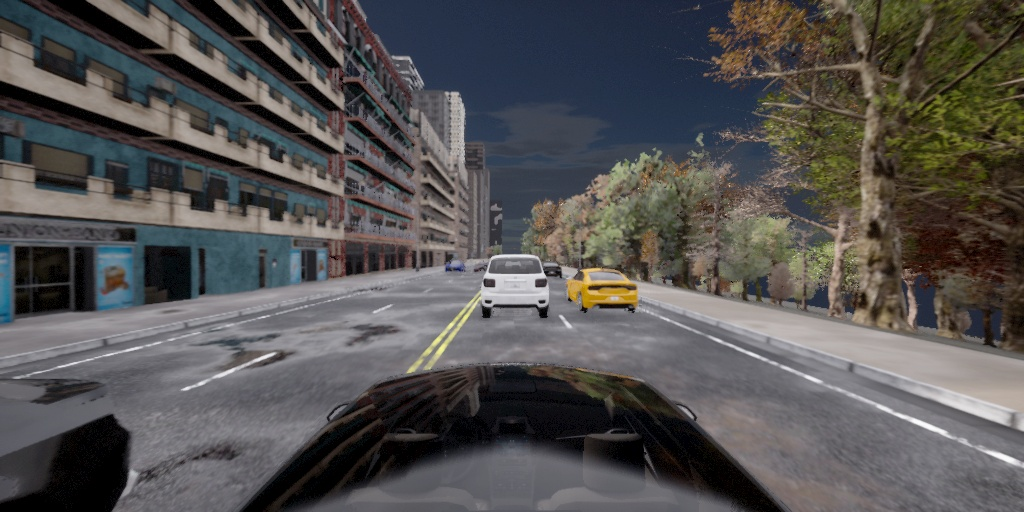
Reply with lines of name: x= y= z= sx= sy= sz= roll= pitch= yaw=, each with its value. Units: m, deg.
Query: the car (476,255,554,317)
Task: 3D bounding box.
car: x=0.096 y=0.971 z=13.288 sx=2.150 sy=2.045 sz=5.566 roll=0 pitch=0 yaw=0

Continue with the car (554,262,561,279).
car: x=3.341 y=1.229 z=32.514 sx=1.882 sy=1.535 sz=5.008 roll=0 pitch=0 yaw=0

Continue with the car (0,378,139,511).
car: x=-3.352 y=1.242 z=0.206 sx=2.128 sy=1.511 sz=4.902 roll=0 pitch=0 yaw=0

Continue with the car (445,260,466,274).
car: x=-6.601 y=1.232 z=42.065 sx=1.882 sy=1.535 sz=5.008 roll=0 pitch=0 yaw=0

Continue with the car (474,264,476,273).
car: x=-3.350 y=1.318 z=42.186 sx=1.994 sy=1.385 sz=4.181 roll=0 pitch=0 yaw=0

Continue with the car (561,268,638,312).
car: x=3.346 y=1.227 z=14.160 sx=1.882 sy=1.535 sz=5.008 roll=0 pitch=0 yaw=0
